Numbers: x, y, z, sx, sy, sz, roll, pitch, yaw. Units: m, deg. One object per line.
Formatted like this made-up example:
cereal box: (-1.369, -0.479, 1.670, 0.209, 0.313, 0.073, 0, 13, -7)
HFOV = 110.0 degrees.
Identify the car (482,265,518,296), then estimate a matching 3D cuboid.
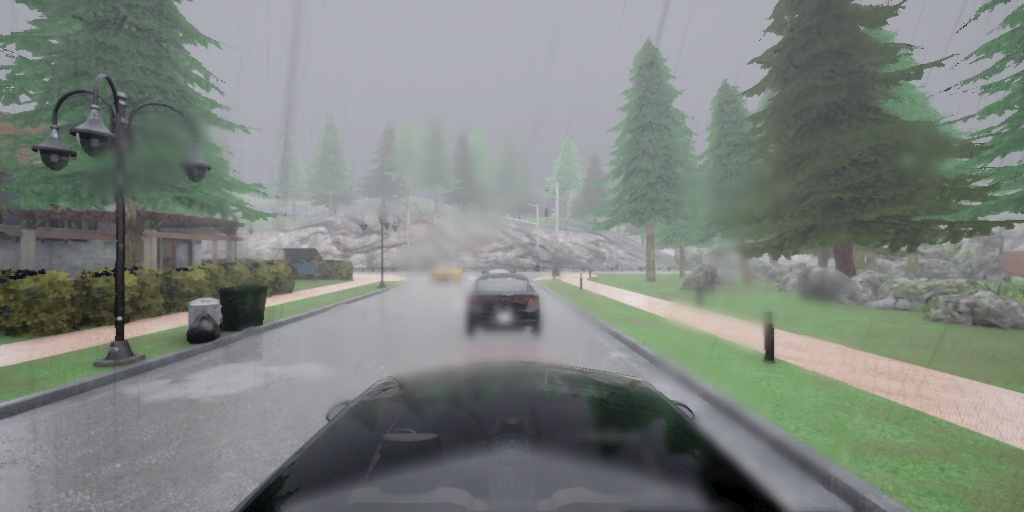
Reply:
car: (-0.738, 1.270, 20.146, 1.812, 1.442, 4.674, 0, 0, -3)

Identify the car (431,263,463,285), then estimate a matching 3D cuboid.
car: (-4.675, 1.258, 26.387, 1.882, 1.535, 5.008, 0, 0, -3)

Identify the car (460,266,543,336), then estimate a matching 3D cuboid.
car: (-0.269, 1.225, 10.474, 1.882, 1.535, 5.008, 0, 0, -3)
